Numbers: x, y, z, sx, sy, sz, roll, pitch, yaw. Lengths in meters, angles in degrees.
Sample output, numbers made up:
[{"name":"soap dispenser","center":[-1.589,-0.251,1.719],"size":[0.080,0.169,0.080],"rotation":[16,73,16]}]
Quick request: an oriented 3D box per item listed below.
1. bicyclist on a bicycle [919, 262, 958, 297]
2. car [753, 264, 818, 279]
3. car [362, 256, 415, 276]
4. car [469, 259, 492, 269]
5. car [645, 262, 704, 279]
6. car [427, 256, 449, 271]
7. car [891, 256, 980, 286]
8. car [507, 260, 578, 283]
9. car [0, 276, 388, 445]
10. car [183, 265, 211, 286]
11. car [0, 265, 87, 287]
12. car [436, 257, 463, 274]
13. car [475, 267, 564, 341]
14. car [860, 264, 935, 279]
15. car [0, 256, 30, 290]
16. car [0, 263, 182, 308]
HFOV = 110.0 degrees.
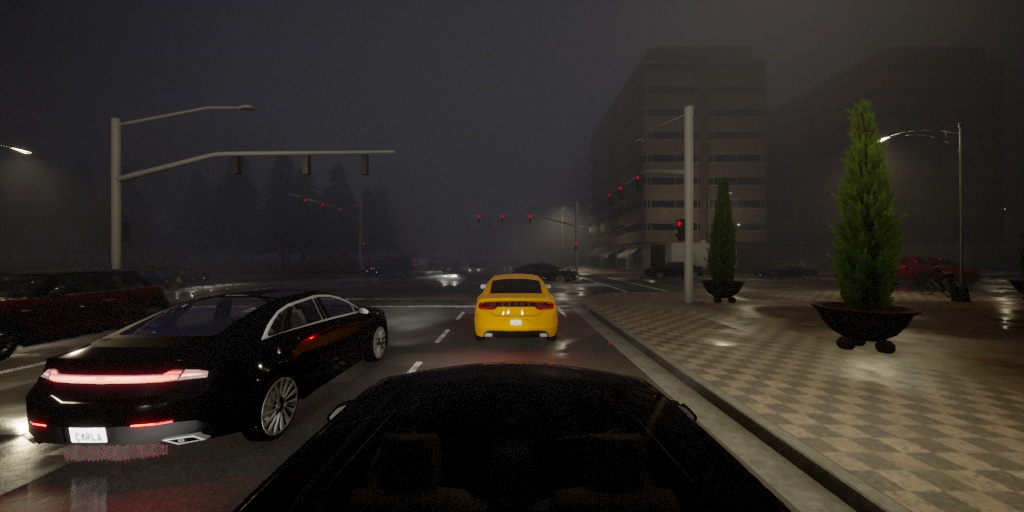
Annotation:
[{"name":"bicyclist on a bicycle","center":[20.283,1.106,17.043],"size":[0.582,1.620,1.656],"rotation":[0,0,0]},{"name":"car","center":[24.715,1.406,32.539],"size":[4.718,1.301,1.895],"rotation":[0,0,0]},{"name":"car","center":[-12.081,1.000,35.417],"size":[2.150,2.045,5.566],"rotation":[1,1,26]},{"name":"car","center":[-5.367,1.227,58.455],"size":[1.882,1.535,5.008],"rotation":[0,0,15]},{"name":"car","center":[14.639,1.283,32.510],"size":[5.008,1.535,1.882],"rotation":[0,0,0]},{"name":"car","center":[-10.093,0.971,50.193],"size":[2.150,2.045,5.566],"rotation":[0,0,4]},{"name":"car","center":[29.368,1.018,25.353],"size":[5.566,2.045,2.150],"rotation":[1,0,-1]},{"name":"car","center":[2.408,1.264,26.688],"size":[4.892,1.490,1.837],"rotation":[0,2,23]},{"name":"car","center":[-3.424,1.242,5.339],"size":[2.128,1.511,4.902],"rotation":[0,0,0]},{"name":"car","center":[-24.023,1.310,25.209],"size":[4.892,1.490,1.837],"rotation":[0,0,1]},{"name":"car","center":[-33.765,1.353,25.168],"size":[5.357,1.411,2.033],"rotation":[0,0,0]},{"name":"car","center":[-6.886,1.241,41.653],"size":[2.128,1.511,4.902],"rotation":[0,0,1]},{"name":"car","center":[0.104,1.228,9.922],"size":[1.882,1.535,5.008],"rotation":[0,0,0]},{"name":"car","center":[34.915,1.406,32.560],"size":[4.718,1.301,1.895],"rotation":[0,0,0]},{"name":"car","center":[-33.373,1.027,21.671],"size":[5.566,2.045,2.150],"rotation":[0,0,0]},{"name":"car","center":[-10.585,1.102,8.008],"size":[2.097,1.767,4.553],"rotation":[0,0,0]}]
